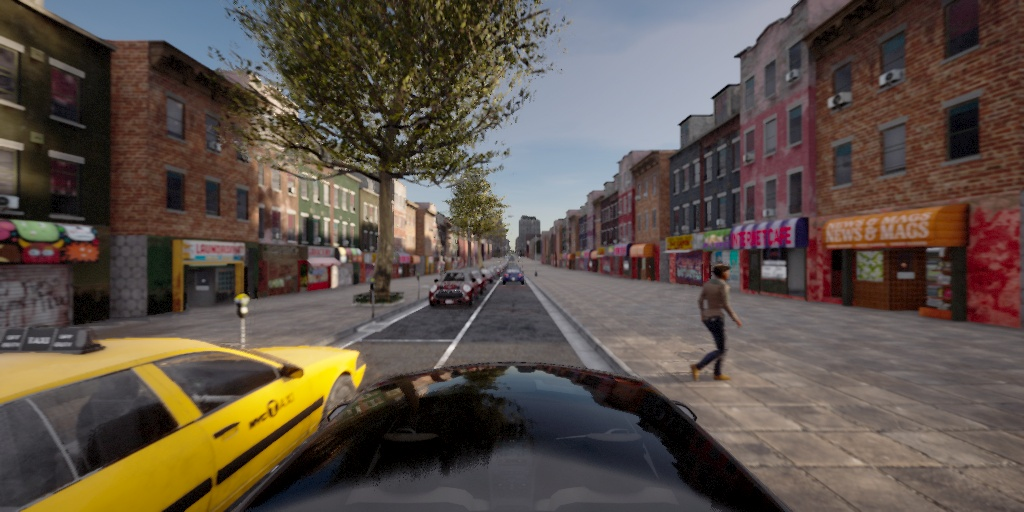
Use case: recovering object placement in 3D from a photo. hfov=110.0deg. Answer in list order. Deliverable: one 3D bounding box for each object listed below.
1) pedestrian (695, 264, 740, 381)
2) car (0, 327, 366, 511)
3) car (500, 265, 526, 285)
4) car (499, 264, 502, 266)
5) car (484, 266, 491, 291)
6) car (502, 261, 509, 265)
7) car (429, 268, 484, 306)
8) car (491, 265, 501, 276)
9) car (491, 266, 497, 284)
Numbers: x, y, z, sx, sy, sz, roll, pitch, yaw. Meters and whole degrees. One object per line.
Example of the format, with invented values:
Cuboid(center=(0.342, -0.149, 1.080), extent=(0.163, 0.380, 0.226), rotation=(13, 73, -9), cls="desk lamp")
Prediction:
Cuboid(center=(3.076, 0.941, 5.392), extent=(0.375, 1.860, 0.375), rotation=(1, 0, 0), cls="pedestrian")
Cuboid(center=(-2.750, 1.215, 2.408), extent=(1.801, 1.575, 5.366), rotation=(0, -1, 0), cls="car")
Cuboid(center=(0.126, 1.780, 32.287), extent=(1.812, 1.442, 4.674), rotation=(0, -1, 0), cls="car")
Cuboid(center=(-2.597, 2.033, 50.155), extent=(1.967, 1.591, 4.097), rotation=(0, 0, 0), cls="car")
Cuboid(center=(-2.621, 1.509, 22.494), extent=(1.967, 1.591, 4.097), rotation=(0, 0, 0), cls="car")
Cuboid(center=(0.115, 1.858, 45.289), extent=(2.097, 1.767, 4.553), rotation=(0, -1, 0), cls="car")
Cuboid(center=(-2.626, 1.415, 16.964), extent=(1.967, 1.591, 4.097), rotation=(0, 0, 0), cls="car")
Cuboid(center=(-2.607, 1.938, 39.086), extent=(2.007, 1.370, 4.403), rotation=(0, 0, 0), cls="car")
Cuboid(center=(-2.612, 1.862, 33.554), extent=(1.802, 1.307, 4.207), rotation=(0, 0, 0), cls="car")
